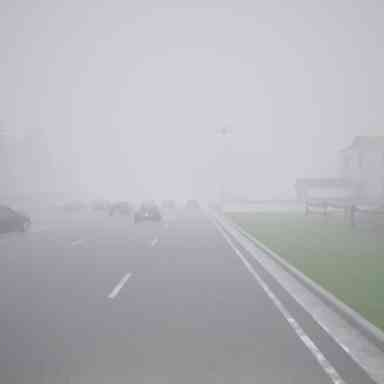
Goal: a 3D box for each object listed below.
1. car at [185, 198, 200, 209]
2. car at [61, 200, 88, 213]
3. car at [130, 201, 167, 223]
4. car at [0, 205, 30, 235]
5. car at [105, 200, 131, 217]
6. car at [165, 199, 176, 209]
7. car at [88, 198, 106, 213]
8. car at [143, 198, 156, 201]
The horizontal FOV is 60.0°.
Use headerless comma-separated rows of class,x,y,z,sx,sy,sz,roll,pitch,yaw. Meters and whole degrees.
car,0.030,1.693,48.880,1.837,1.490,4.892,0,0,0
car,-13.869,1.700,39.739,2.033,1.411,5.357,0,0,-2
car,-3.388,1.666,26.747,1.994,1.385,4.181,0,0,0
car,-10.388,1.421,17.405,2.097,1.767,4.553,0,0,0
car,-6.885,1.633,33.059,1.837,1.490,4.892,0,0,0
car,-3.378,1.752,49.166,1.994,1.385,4.181,0,0,0
car,-10.382,1.753,39.608,1.895,1.301,4.718,0,0,0
car,-6.890,1.696,53.058,2.128,1.511,4.902,0,0,0
